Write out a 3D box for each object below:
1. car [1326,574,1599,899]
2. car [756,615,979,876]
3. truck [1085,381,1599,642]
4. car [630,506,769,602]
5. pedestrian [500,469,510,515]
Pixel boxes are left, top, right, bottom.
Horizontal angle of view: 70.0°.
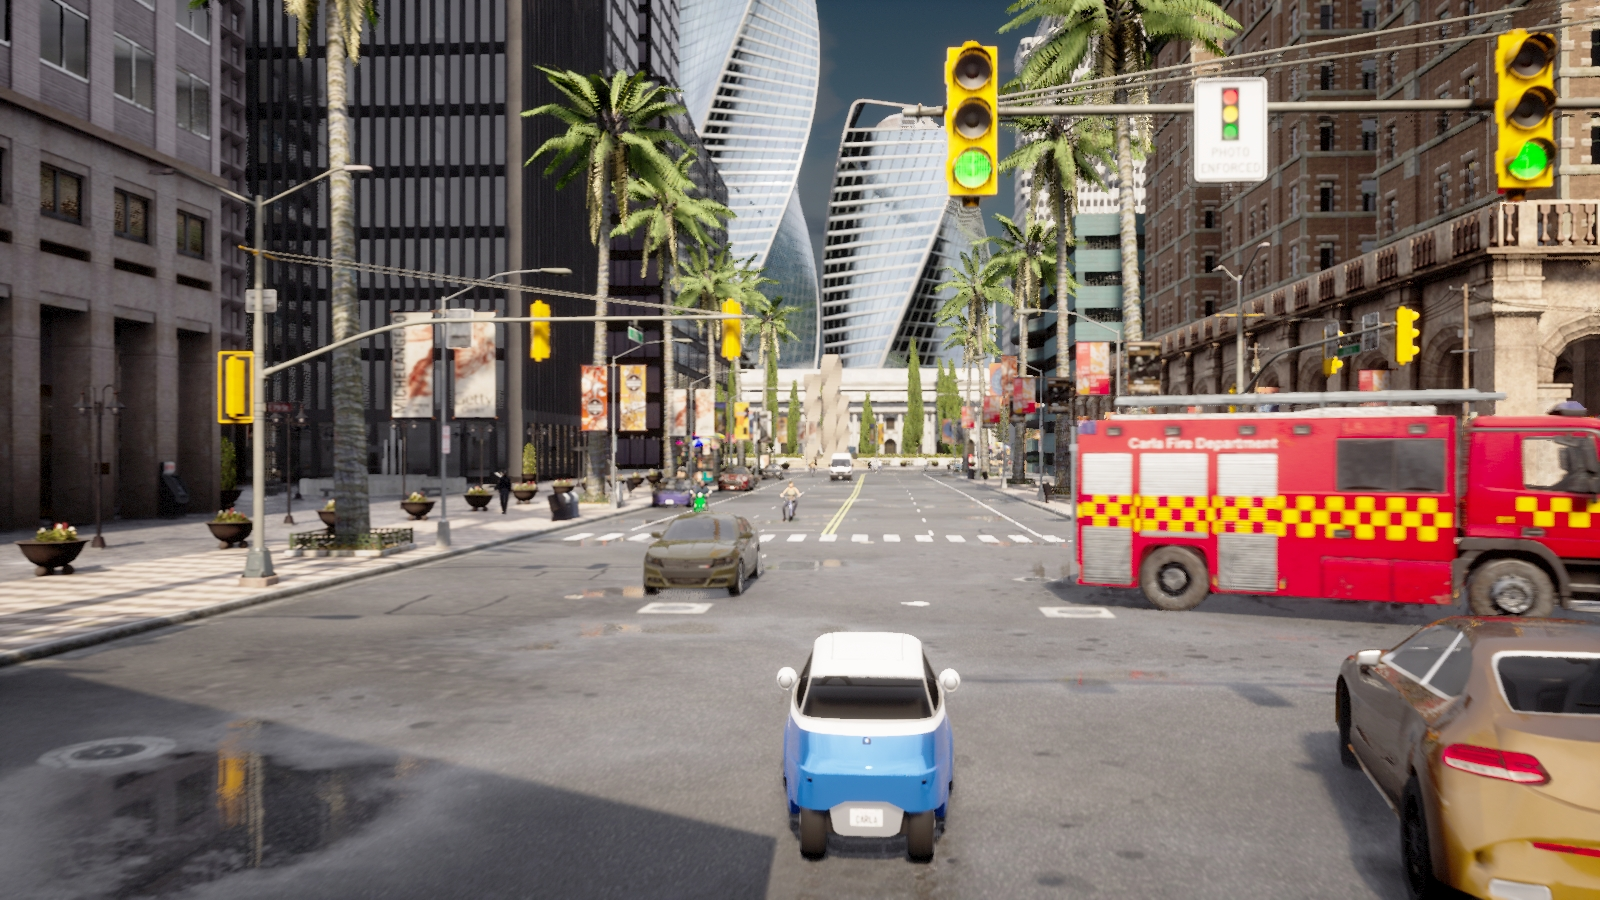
[{"bbox_3d":[5.222,1.995,8.129,2.152,1.651,5.027,0,0,18],"label":"car"},{"bbox_3d":[0.516,2.124,8.721,1.481,1.376,2.207,0,1,4],"label":"car"},{"bbox_3d":[9.474,0.901,19.532,8.468,3.827,2.891,0,0,28],"label":"truck"},{"bbox_3d":[-1.942,2.045,23.743,2.097,1.535,5.006,0,0,4],"label":"car"},{"bbox_3d":[-12.045,1.716,46.660,0.375,1.860,0.375,0,0,-15],"label":"pedestrian"}]
